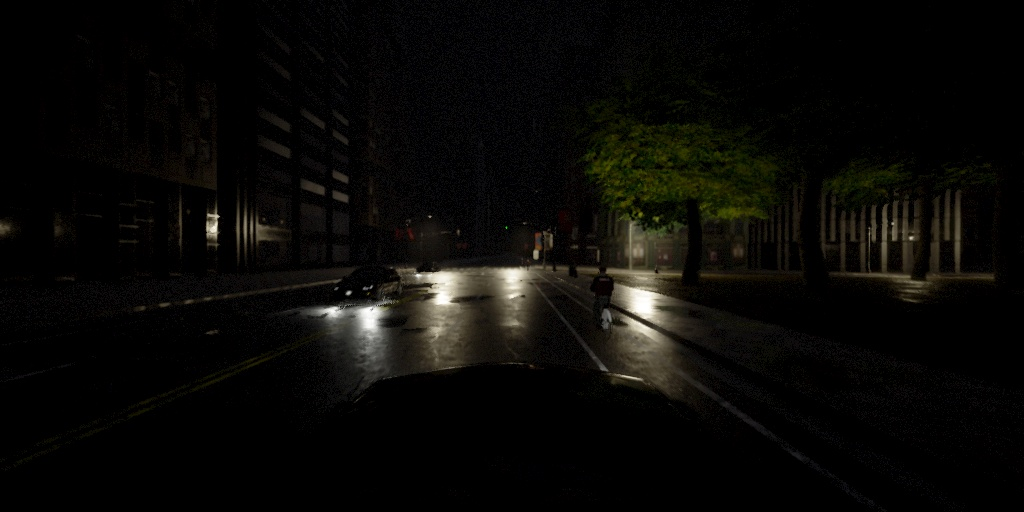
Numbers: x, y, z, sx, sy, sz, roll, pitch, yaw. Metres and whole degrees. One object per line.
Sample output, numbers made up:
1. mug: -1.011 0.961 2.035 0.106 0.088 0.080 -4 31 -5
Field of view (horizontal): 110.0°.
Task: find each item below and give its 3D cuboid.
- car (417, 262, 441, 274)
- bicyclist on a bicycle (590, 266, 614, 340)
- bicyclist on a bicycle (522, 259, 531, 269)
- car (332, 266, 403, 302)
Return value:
1. car: -9.757 1.390 42.493 2.033 1.411 5.357 0 0 0
2. bicyclist on a bicycle: 2.249 1.120 9.094 0.659 1.776 1.843 0 0 0
3. bicyclist on a bicycle: 2.269 1.256 50.552 0.866 1.612 1.509 1 0 0
4. car: -6.603 1.258 16.918 1.837 1.490 4.892 0 0 0
